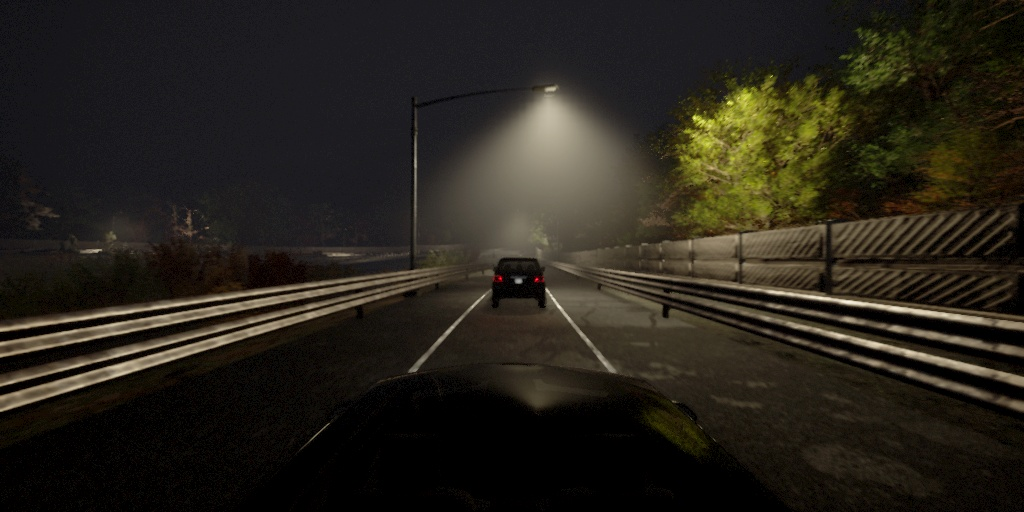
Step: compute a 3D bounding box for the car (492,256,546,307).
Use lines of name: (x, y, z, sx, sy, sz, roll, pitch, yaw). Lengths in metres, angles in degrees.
car: (0.323, 1.037, 16.083, 2.150, 2.045, 5.566, 0, 0, 2)
